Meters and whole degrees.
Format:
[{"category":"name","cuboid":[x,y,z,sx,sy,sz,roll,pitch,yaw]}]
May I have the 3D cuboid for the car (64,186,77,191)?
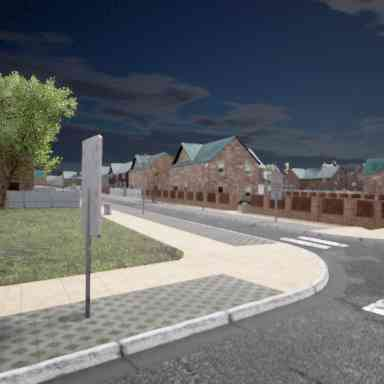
[{"category":"car","cuboid":[-30.155,-0.734,83.485,2.097,1.767,4.553,1,1,-27]}]
